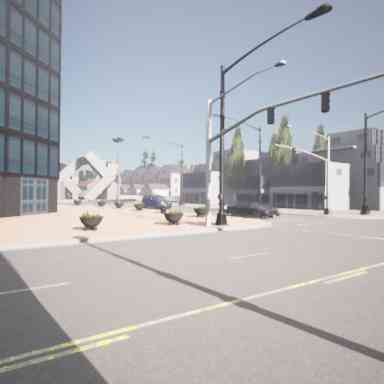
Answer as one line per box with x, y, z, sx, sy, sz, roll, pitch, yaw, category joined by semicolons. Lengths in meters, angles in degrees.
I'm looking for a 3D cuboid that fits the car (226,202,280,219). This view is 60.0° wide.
5.407;1.621;30.285;2.033;1.411;5.357;1;-1;-35;car

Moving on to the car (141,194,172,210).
-4.921;1.357;45.187;2.150;2.045;5.566;1;-1;-35;car
